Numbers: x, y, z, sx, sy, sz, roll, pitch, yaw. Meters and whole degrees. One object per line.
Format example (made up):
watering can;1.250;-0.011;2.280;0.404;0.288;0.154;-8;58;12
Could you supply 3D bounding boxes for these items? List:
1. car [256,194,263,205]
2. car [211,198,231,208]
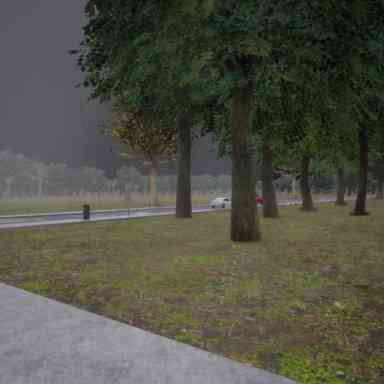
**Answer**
car;10.227;1.273;55.829;2.150;2.045;5.566;0;0;36
car;4.455;1.575;47.789;1.812;1.442;4.674;0;0;36
